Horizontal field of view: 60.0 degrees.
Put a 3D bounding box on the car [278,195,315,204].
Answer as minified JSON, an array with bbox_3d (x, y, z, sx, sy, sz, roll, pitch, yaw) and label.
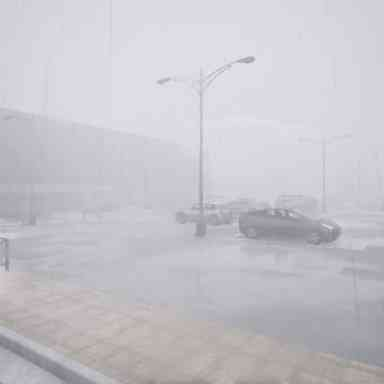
[{"bbox_3d":[11.577,1.269,38.302,3.866,1.878,1.905,0,0,35],"label":"car"}]

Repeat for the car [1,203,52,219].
[{"bbox_3d":[-15.346,1.740,30.977,1.994,1.385,4.181,0,0,35],"label":"car"}]

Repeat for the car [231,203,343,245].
[{"bbox_3d":[4.403,1.490,15.364,4.514,1.523,2.007,0,0,35],"label":"car"}]

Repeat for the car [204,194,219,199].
[{"bbox_3d":[3.921,1.398,51.818,2.150,2.045,5.566,0,0,35],"label":"car"}]

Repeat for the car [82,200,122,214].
[{"bbox_3d":[-10.269,1.681,38.161,1.837,1.490,4.892,0,0,35],"label":"car"}]

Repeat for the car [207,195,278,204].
[{"bbox_3d":[4.196,1.345,27.851,5.027,1.636,2.152,0,0,35],"label":"car"}]

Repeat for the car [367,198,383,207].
[{"bbox_3d":[28.091,1.576,49.298,3.806,1.475,1.970,0,0,35],"label":"car"}]

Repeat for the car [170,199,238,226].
[{"bbox_3d":[0.758,1.424,22.422,3.806,1.475,1.970,0,0,35],"label":"car"}]

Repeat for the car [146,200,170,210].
[{"bbox_3d":[-4.487,1.740,46.313,1.994,1.385,4.181,0,0,36],"label":"car"}]

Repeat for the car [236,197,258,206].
[{"bbox_3d":[10.053,1.668,60.520,2.128,1.511,4.902,0,0,35],"label":"car"}]

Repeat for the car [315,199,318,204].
[{"bbox_3d":[12.916,1.289,40.913,4.605,1.855,1.932,0,0,35],"label":"car"}]

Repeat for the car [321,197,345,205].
[{"bbox_3d":[23.748,1.565,56.014,3.633,1.501,1.845,0,0,35],"label":"car"}]
